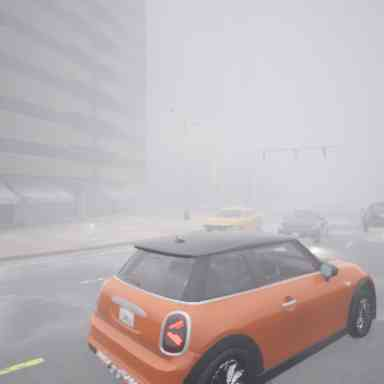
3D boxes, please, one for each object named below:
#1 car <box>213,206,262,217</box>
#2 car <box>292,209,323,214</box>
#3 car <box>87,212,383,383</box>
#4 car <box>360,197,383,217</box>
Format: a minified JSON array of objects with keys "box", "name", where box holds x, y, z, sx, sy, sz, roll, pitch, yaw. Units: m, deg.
[{"box":[2.313,1.551,17.663,1.882,1.535,5.008,0,0,30],"name":"car"},{"box":[5.639,1.572,16.479,1.812,1.442,4.674,0,0,29],"name":"car"},{"box":[0.908,1.373,4.993,4.553,1.767,2.097,0,0,-40],"name":"car"},{"box":[11.573,1.379,20.404,2.097,1.767,4.553,-1,0,25],"name":"car"}]
